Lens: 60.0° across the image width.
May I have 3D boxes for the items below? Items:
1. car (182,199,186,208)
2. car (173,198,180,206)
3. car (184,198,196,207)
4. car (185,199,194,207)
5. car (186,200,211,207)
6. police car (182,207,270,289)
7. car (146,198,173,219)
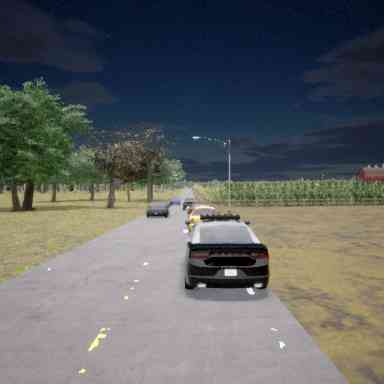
[{"bbox_3d":[-0.313,1.723,46.235,1.837,1.490,4.892,0,-1,0],"label":"car"},{"bbox_3d":[-3.192,1.833,63.269,1.882,1.535,5.008,0,0,0],"label":"car"},{"bbox_3d":[-0.421,1.879,60.059,2.033,1.411,5.357,0,0,0],"label":"car"},{"bbox_3d":[0.650,1.537,25.197,1.882,1.535,5.008,0,0,0],"label":"car"},{"bbox_3d":[0.691,1.488,19.383,1.801,1.575,5.366,0,0,0],"label":"car"},{"bbox_3d":[0.762,1.430,9.301,1.930,1.638,5.238,0,0,0],"label":"police car"},{"bbox_3d":[-3.061,1.569,30.576,1.882,1.535,5.008,0,0,0],"label":"car"}]
